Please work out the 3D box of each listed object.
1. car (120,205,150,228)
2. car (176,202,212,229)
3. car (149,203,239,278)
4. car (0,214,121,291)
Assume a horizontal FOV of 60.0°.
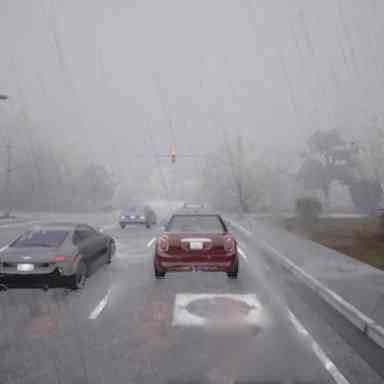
[{"bbox_3d":[-3.395,1.529,21.517,2.033,1.411,5.357,0,-1,0],"label":"car"},{"bbox_3d":[0.106,1.487,22.298,2.128,1.511,4.902,0,-1,0],"label":"car"},{"bbox_3d":[0.103,1.271,10.017,2.097,1.767,4.553,0,0,0],"label":"car"},{"bbox_3d":[-3.397,1.491,8.793,1.994,1.385,4.181,0,0,0],"label":"car"}]
